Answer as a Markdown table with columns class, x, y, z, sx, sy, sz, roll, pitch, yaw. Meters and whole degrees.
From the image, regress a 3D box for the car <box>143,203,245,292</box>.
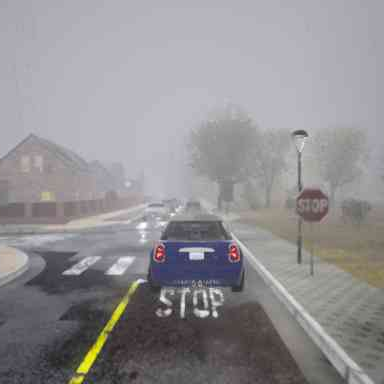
| class | x | y | z | sx | sy | sz | roll | pitch | yaw |
| --- | --- | --- | --- | --- | --- | --- | --- | --- | --- |
| car | 0.099 | 1.349 | 9.057 | 2.097 | 1.767 | 4.553 | 0 | 0 | 0 |

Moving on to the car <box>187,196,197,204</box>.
| class | x | y | z | sx | sy | sz | roll | pitch | yaw |
| --- | --- | --- | --- | --- | --- | --- | --- | --- | --- |
| car | 0.084 | 1.642 | 69.952 | 2.033 | 1.411 | 5.357 | 0 | 0 | 0 |

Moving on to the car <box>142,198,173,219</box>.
| class | x | y | z | sx | sy | sz | roll | pitch | yaw |
| --- | --- | --- | --- | --- | --- | --- | --- | --- | --- |
| car | -2.890 | 1.533 | 27.745 | 1.812 | 1.442 | 4.674 | 0 | 0 | 2 |

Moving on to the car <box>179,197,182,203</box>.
| class | x | y | z | sx | sy | sz | roll | pitch | yaw |
| --- | --- | --- | --- | --- | --- | --- | --- | --- | --- |
| car | -2.801 | 1.543 | 47.397 | 1.837 | 1.490 | 4.892 | 0 | 0 | 0 |

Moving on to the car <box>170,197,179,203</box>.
| class | x | y | z | sx | sy | sz | roll | pitch | yaw |
| --- | --- | --- | --- | --- | --- | --- | --- | --- | --- |
| car | -2.812 | 1.524 | 37.541 | 1.837 | 1.490 | 4.892 | 0 | 0 | 0 |

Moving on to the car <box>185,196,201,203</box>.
| class | x | y | z | sx | sy | sz | roll | pitch | yaw |
| --- | --- | --- | --- | --- | --- | --- | --- | --- | --- |
| car | 0.136 | 1.518 | 42.358 | 2.128 | 1.511 | 4.902 | 0 | 0 | 0 |

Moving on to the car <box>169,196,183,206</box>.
| class | x | y | z | sx | sy | sz | roll | pitch | yaw |
| --- | --- | --- | --- | --- | --- | --- | --- | --- | --- |
| car | -2.745 | 1.555 | 57.673 | 2.128 | 1.511 | 4.902 | 0 | 0 | 0 |
